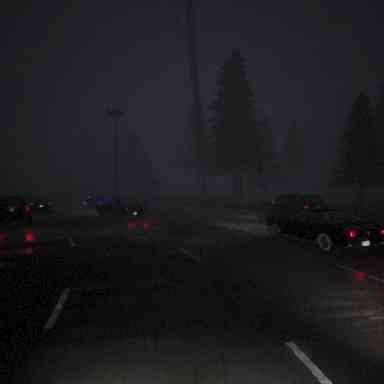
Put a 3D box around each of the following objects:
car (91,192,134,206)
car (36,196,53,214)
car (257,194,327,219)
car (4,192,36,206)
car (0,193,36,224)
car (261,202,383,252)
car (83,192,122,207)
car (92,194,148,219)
[{"bbox_3d":[-9.081,0.716,37.817,5.357,1.411,2.033,1,2,42],"label":"car"},{"bbox_3d":[-12.804,1.012,26.577,1.994,1.385,4.181,-2,2,-45],"label":"car"},{"bbox_3d":[5.801,0.868,19.459,2.097,1.767,4.553,-1,2,-25],"label":"car"},{"bbox_3d":[-19.680,0.782,38.039,4.181,1.385,1.994,1,2,43],"label":"car"},{"bbox_3d":[-11.036,0.952,19.654,2.097,1.767,4.553,-2,2,-37],"label":"car"},{"bbox_3d":[4.752,1.283,12.537,1.895,1.301,4.718,-1,1,-19],"label":"car"},{"bbox_3d":[-8.834,0.768,32.517,5.008,1.535,1.882,1,2,45],"label":"car"},{"bbox_3d":[-5.106,1.078,23.581,1.895,1.301,4.718,-1,2,-38],"label":"car"}]
